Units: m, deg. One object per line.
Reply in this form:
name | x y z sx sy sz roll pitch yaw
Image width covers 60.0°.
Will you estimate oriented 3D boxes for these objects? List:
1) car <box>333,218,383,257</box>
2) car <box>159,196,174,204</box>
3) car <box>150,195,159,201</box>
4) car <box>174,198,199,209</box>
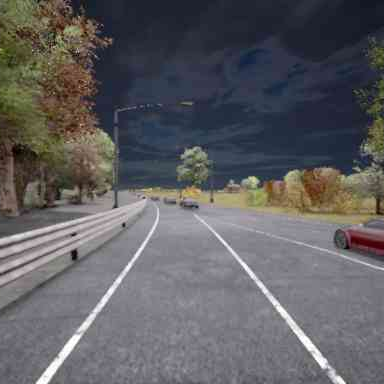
car | 7.114 1.634 12.069 1.994 1.385 4.181 1 1 -13
car | -4.011 1.447 58.730 2.033 1.411 5.357 0 0 -13
car | -8.731 1.341 78.564 2.033 1.411 5.357 0 0 -13
car | -0.510 1.504 44.027 2.033 1.411 5.357 0 0 -13
